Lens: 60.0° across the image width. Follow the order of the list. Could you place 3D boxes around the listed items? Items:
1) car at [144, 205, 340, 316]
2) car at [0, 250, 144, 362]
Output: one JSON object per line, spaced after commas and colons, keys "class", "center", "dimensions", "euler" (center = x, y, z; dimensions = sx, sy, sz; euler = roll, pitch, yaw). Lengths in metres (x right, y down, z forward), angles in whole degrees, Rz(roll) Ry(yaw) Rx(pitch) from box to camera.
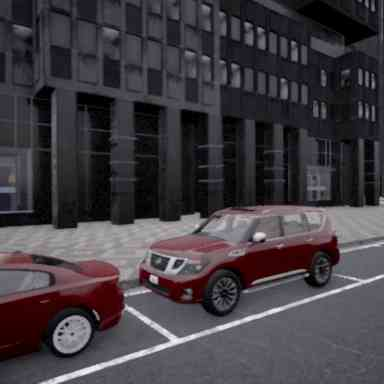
{"class": "car", "center": [1.345, 1.275, 7.604], "dimensions": [5.009, 1.841, 2.192], "euler": [-1, 0, -35]}
{"class": "car", "center": [-3.142, 1.546, 4.406], "dimensions": [4.507, 1.381, 1.887], "euler": [-1, 0, -35]}
